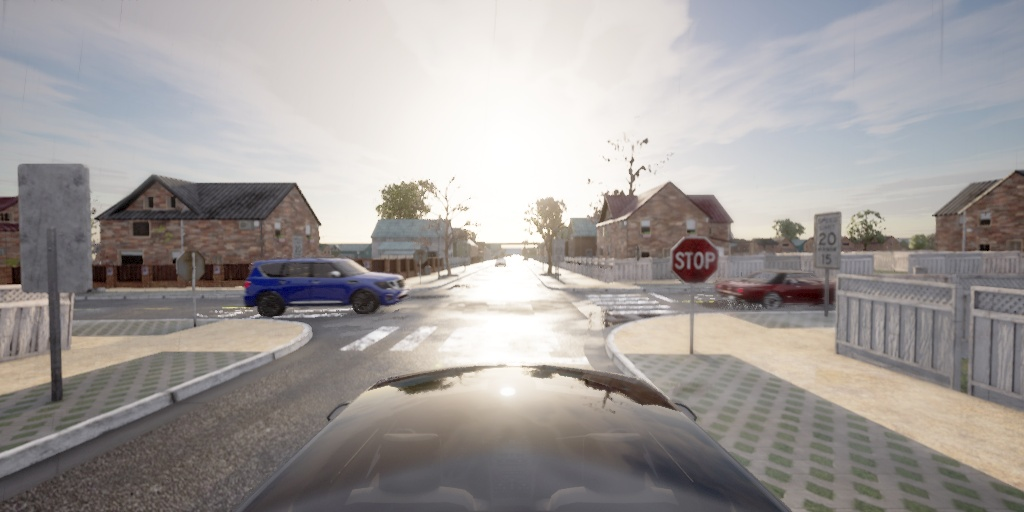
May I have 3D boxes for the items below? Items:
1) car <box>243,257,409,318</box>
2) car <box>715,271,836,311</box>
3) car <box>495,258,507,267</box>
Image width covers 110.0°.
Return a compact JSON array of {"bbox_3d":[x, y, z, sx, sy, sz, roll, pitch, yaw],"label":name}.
[{"bbox_3d":[-6.756,1.072,13.253,5.566,2.045,2.150,-2,2,1],"label":"car"},{"bbox_3d":[10.166,1.180,12.950,4.718,1.301,1.895,-1,1,1],"label":"car"},{"bbox_3d":[-1.922,1.137,62.553,1.812,1.442,4.674,0,0,1],"label":"car"}]
